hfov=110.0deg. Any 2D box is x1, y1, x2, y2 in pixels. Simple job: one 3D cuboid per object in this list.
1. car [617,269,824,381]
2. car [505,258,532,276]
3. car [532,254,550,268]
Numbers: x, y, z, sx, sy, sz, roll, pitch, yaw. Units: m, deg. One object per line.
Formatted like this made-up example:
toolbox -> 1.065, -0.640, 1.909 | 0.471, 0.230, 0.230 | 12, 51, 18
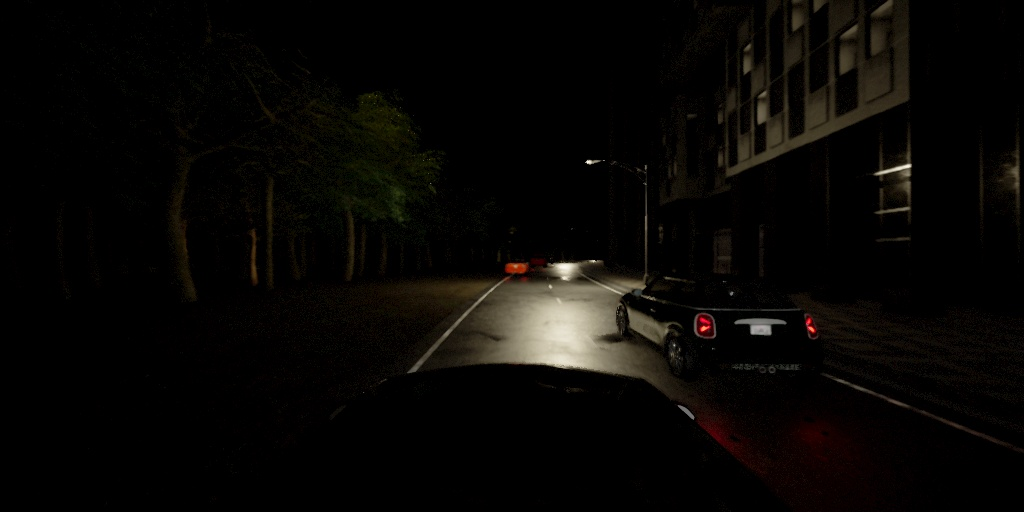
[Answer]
car -> 3.706, 1.105, 7.411 | 2.097, 1.767, 4.553 | 0, 0, 1
car -> 0.523, 1.009, 35.577 | 2.097, 1.767, 4.553 | 0, 0, 6
car -> 4.091, 0.771, 54.232 | 2.150, 2.045, 5.566 | 0, 0, 9
